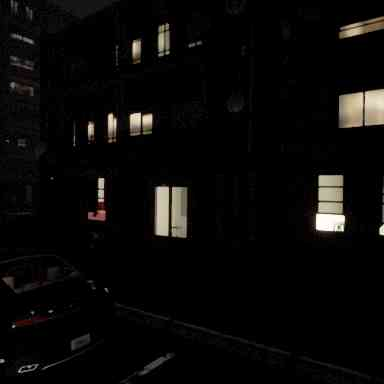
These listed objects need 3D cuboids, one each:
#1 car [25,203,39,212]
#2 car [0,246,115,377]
[{"bbox_3d":[-17.147,1.717,40.196,2.033,1.411,5.357,1,0,36],"label":"car"},{"bbox_3d":[-3.103,1.549,5.230,4.403,1.369,2.008,0,1,36],"label":"car"}]
